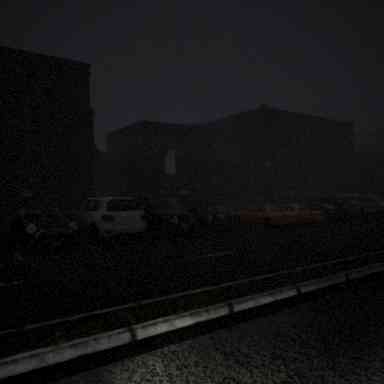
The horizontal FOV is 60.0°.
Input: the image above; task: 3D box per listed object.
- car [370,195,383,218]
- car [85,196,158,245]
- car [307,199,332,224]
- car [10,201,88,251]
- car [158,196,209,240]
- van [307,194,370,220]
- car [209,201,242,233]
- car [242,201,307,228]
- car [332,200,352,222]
[{"bbox_3d":[13.752,1.365,28.828,2.185,1.767,4.553,0,0,-36],"label":"car"},{"bbox_3d":[-4.186,1.240,15.981,2.435,2.045,5.566,0,0,-36],"label":"car"},{"bbox_3d":[6.936,1.498,24.137,1.946,1.575,5.366,0,0,-36],"label":"car"},{"bbox_3d":[-6.428,1.363,14.379,2.185,1.767,4.553,0,0,-36],"label":"car"},{"bbox_3d":[-1.911,1.242,17.540,2.435,2.045,5.566,0,0,-36],"label":"car"},{"bbox_3d":[11.596,1.270,27.102,1.878,1.987,4.442,0,0,-36],"label":"van"},{"bbox_3d":[0.333,1.371,19.143,2.185,1.767,4.553,0,0,-36],"label":"car"},{"bbox_3d":[4.692,1.497,22.531,1.946,1.575,5.366,0,0,-36],"label":"car"},{"bbox_3d":[9.286,1.539,25.589,2.002,1.452,4.674,0,0,-36],"label":"car"}]
